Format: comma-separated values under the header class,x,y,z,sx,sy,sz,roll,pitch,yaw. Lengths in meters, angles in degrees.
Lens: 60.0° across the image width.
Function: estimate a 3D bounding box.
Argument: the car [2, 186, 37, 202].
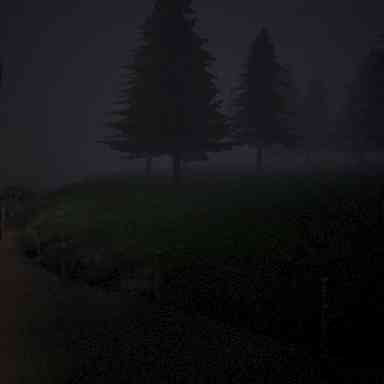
class,x,y,z,sx,sy,sz,roll,pitch,yaw
car,-19.280,0.123,37.455,2.097,1.767,4.553,2,1,-2
